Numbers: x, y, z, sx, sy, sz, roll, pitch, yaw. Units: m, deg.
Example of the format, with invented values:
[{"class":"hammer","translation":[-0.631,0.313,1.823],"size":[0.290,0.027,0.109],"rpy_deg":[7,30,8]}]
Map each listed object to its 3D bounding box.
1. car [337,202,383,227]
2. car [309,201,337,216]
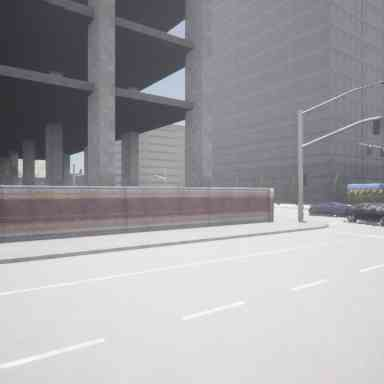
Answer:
[{"class":"car","translation":[12.636,1.493,22.709],"size":[2.128,1.511,4.902],"rpy_deg":[0,0,-15]},{"class":"car","translation":[12.982,1.563,30.733],"size":[1.994,1.385,4.181],"rpy_deg":[0,0,-37]}]
